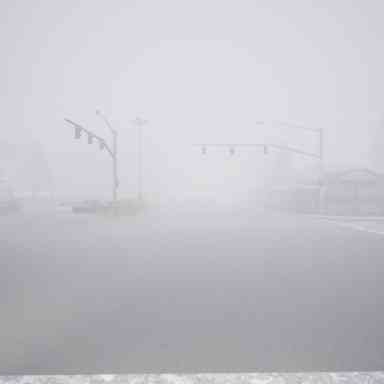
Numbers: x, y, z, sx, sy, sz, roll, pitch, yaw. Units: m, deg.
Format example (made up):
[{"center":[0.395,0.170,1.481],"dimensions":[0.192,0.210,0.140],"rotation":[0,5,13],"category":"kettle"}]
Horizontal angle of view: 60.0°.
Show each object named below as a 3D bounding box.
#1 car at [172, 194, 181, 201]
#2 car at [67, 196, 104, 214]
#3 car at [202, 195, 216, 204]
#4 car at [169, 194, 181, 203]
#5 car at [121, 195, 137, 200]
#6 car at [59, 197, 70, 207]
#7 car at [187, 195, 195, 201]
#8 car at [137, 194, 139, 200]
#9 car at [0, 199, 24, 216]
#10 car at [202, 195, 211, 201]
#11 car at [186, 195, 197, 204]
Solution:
[{"center":[-3.697,1.320,80.320],"dimensions":[1.882,1.535,5.008],"rotation":[0,0,0],"category":"car"},{"center":[-10.685,1.483,34.550],"dimensions":[2.033,1.411,5.357],"rotation":[0,0,0],"category":"car"},{"center":[3.447,1.425,61.824],"dimensions":[2.033,1.411,5.357],"rotation":[0,0,0],"category":"car"},{"center":[-3.563,1.472,65.599],"dimensions":[1.895,1.301,4.718],"rotation":[0,0,0],"category":"car"},{"center":[-10.721,1.496,54.452],"dimensions":[1.895,1.301,4.718],"rotation":[0,0,0],"category":"car"},{"center":[-17.713,1.474,48.297],"dimensions":[1.994,1.385,4.181],"rotation":[0,0,0],"category":"car"},{"center":[-0.193,1.442,77.929],"dimensions":[1.895,1.301,4.718],"rotation":[0,0,0],"category":"car"},{"center":[-10.674,1.115,70.174],"dimensions":[2.097,1.767,4.553],"rotation":[0,0,0],"category":"car"},{"center":[-17.678,1.449,31.244],"dimensions":[1.837,1.490,4.892],"rotation":[0,0,0],"category":"car"},{"center":[3.307,1.398,77.781],"dimensions":[1.994,1.385,4.181],"rotation":[0,0,0],"category":"car"},{"center":[-0.055,1.426,61.809],"dimensions":[2.033,1.411,5.357],"rotation":[0,0,0],"category":"car"}]
